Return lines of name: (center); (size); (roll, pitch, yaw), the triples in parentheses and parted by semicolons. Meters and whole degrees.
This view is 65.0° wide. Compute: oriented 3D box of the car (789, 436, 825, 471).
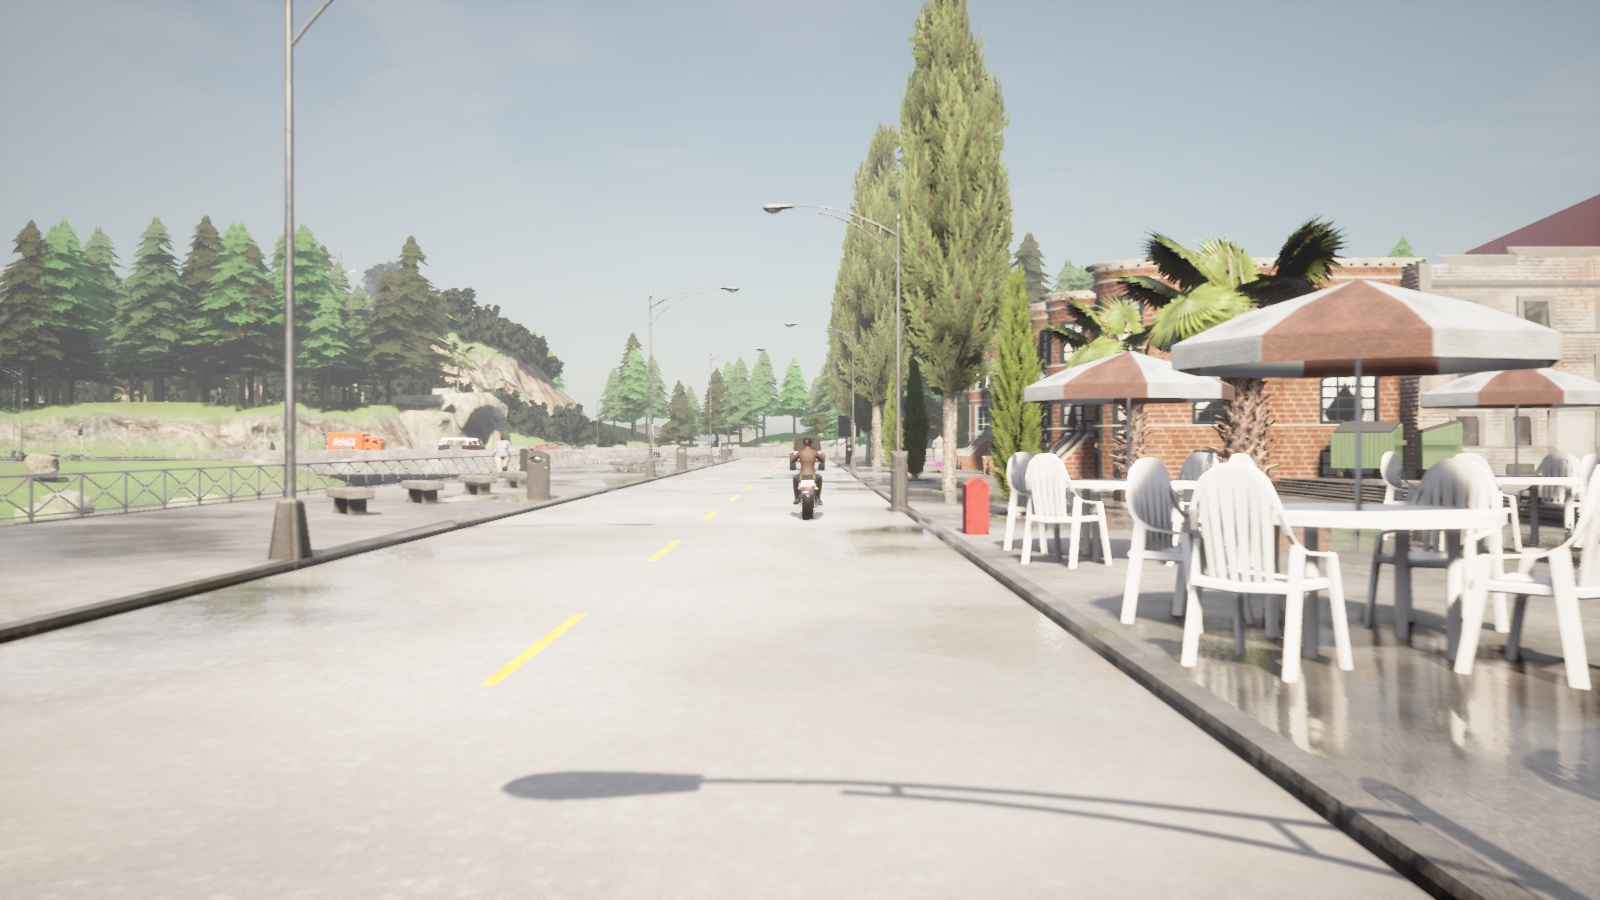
car: (0.399, 0.153, 69.185); (1.905, 1.878, 3.866); (0, 0, 0)

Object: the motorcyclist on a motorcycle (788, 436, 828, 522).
motorcyclist on a motorcycle: (0.156, 0.554, 25.343); (0.766, 1.649, 2.350); (0, 0, 0)

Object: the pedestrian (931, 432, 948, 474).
pedestrian: (6.434, 0.135, 57.943); (0.659, 1.952, 0.873); (0, 0, -1)

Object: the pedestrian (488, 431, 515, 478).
pedestrian: (-11.839, 0.166, 49.782); (0.874, 1.855, 0.900); (0, 0, -2)
